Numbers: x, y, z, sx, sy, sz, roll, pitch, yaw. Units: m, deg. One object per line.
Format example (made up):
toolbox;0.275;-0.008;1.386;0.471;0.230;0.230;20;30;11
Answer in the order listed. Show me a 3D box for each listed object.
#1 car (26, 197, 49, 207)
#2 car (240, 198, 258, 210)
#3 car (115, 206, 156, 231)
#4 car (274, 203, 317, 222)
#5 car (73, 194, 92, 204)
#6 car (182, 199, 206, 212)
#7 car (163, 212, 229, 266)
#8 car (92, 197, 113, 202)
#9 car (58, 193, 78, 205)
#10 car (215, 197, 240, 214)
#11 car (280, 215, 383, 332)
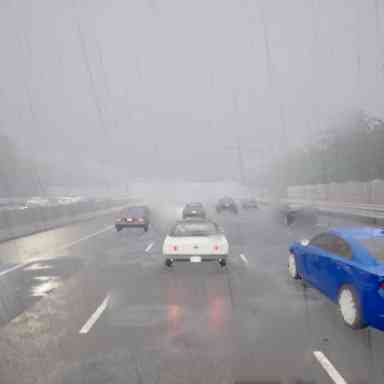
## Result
car;-24.266;1.571;52.388;1.812;1.442;4.674;0;0;1
car;7.290;1.529;43.214;2.128;1.511;4.902;0;0;1
car;-3.354;1.551;20.463;2.033;1.411;5.357;0;0;0
car;7.089;1.485;23.210;1.882;1.535;5.008;0;0;1
car;-17.240;1.526;54.565;1.882;1.535;5.008;0;0;1
car;0.188;1.578;28.963;1.994;1.385;4.181;0;0;0
car;0.115;1.599;11.538;1.895;1.301;4.718;0;0;0
car;-13.766;1.551;52.910;1.837;1.490;4.892;0;0;1
car;-20.706;1.272;56.626;2.150;2.045;5.566;0;0;1
car;3.636;1.378;36.308;2.097;1.767;4.553;0;0;0
car;3.506;1.477;6.913;1.882;1.535;5.008;0;0;0
